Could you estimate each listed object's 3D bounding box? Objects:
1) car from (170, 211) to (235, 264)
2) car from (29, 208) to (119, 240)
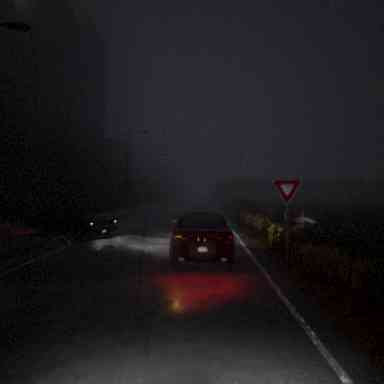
[{"bbox_3d":[0.340,1.391,11.465,1.882,1.535,5.008,0,0,1],"label":"car"},{"bbox_3d":[-5.852,1.478,16.425,4.718,1.301,1.895,0,0,32],"label":"car"}]
